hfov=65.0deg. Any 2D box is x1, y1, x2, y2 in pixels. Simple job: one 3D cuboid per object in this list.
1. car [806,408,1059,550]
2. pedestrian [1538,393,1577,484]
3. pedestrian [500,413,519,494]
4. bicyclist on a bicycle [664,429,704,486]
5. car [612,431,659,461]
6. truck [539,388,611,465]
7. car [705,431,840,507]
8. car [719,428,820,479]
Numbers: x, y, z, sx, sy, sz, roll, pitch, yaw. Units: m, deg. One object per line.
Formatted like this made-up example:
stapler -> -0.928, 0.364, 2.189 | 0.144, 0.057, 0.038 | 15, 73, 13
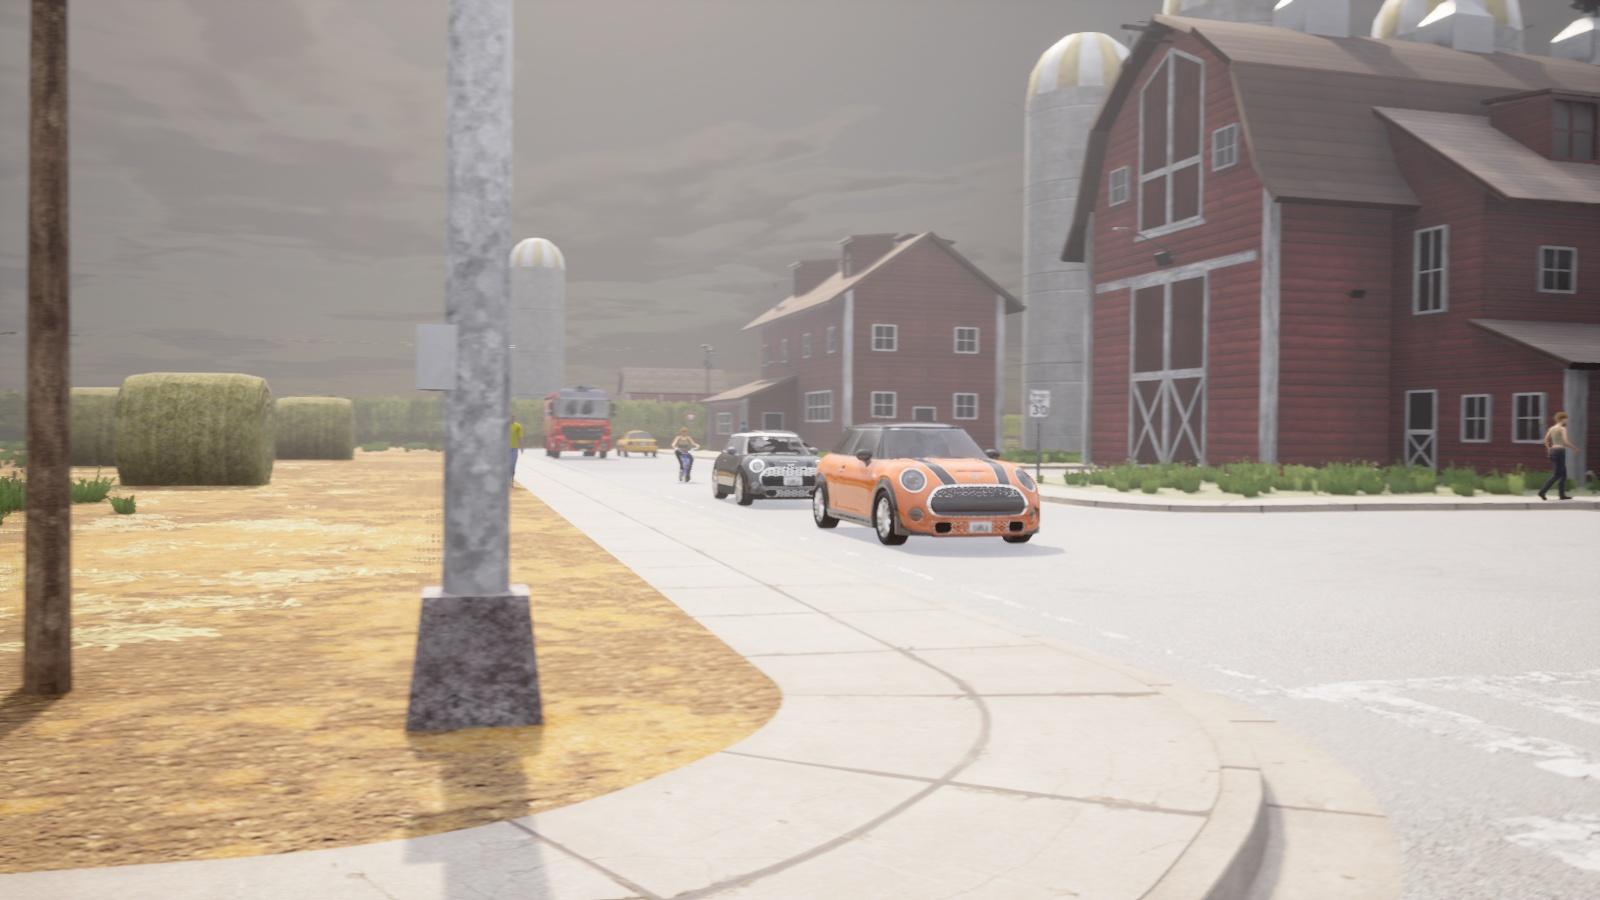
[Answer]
car -> 1.737, 0.336, 18.300 | 2.097, 1.767, 4.553 | -1, 1, -16
pedestrian -> 15.475, -0.233, 25.669 | 0.594, 1.836, 0.345 | 0, 1, 9
pedestrian -> -6.641, 0.077, 28.691 | 0.354, 1.836, 0.706 | -1, 1, -9
bicyclist on a bicycle -> -3.368, 0.206, 36.271 | 0.866, 1.612, 1.509 | -1, 1, -16
car -> -9.185, -0.222, 69.647 | 1.801, 1.575, 5.366 | -1, 1, -16
truck -> -12.119, -1.257, 67.108 | 2.891, 3.827, 8.468 | -1, 1, -16
car -> -0.661, 0.348, 26.762 | 1.970, 1.475, 3.806 | -1, 1, -16
car -> -1.078, 0.073, 41.047 | 2.128, 1.511, 4.902 | -1, 1, -16
